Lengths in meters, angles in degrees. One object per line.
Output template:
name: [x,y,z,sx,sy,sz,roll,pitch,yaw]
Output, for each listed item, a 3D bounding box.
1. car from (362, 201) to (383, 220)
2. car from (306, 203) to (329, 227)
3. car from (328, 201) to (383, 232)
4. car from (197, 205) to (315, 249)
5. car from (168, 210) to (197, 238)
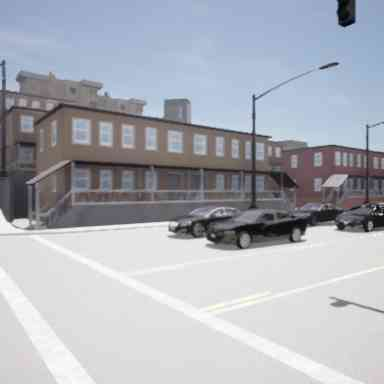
car: [16.922,1.543,28.945,4.674,1.442,1.812,0,0,-36]
car: [8.673,1.503,23.068,4.902,1.511,2.128,0,0,-35]
car: [10.649,1.516,20.181,4.892,1.490,1.837,0,0,-36]
car: [2.929,1.484,14.671,5.008,1.535,1.882,0,0,-33]
car: [1.049,1.498,17.630,4.902,1.511,2.128,0,0,-35]
